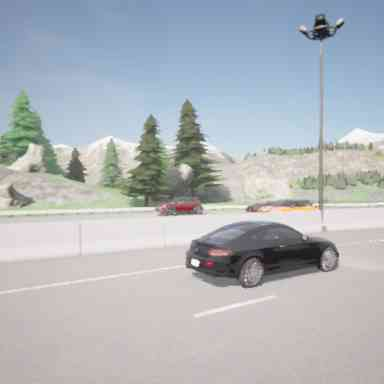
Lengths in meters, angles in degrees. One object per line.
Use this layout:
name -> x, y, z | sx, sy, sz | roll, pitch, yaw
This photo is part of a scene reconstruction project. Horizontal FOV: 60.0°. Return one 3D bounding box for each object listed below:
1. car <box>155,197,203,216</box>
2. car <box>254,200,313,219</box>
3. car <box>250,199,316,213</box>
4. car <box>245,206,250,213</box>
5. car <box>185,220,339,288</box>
car -> -1.250, 1.281, 31.761 | 4.553, 1.767, 2.097 | 0, 0, -29
car -> 7.913, 1.455, 28.696 | 4.892, 1.490, 1.837 | 0, 0, -27
car -> 6.905, 1.310, 24.255 | 4.553, 1.767, 2.097 | 0, 0, -27
car -> 7.271, 1.505, 32.283 | 4.181, 1.385, 1.994 | 0, 0, -26
car -> 2.014, 1.508, 9.124 | 4.674, 1.442, 1.812 | 0, 0, -33
